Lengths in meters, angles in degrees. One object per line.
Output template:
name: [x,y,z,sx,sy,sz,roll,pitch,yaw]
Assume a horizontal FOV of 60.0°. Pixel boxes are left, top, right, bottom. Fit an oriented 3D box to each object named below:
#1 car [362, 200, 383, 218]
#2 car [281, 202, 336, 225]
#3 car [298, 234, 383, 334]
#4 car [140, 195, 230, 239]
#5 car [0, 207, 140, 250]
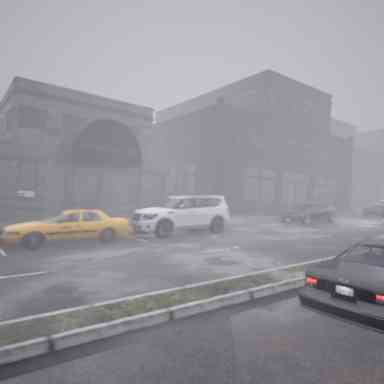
car: [17.491,1.498,30.530,4.892,1.521,2.231,0,0,-36]
car: [8.490,1.497,24.055,4.792,1.488,2.163,0,0,-36]
car: [4.372,1.564,6.565,5.357,1.411,2.033,0,0,-36]
car: [-0.472,1.187,17.598,5.566,2.045,2.435,0,0,-36]
car: [-5.189,1.420,14.206,5.366,1.575,1.946,0,0,-36]
